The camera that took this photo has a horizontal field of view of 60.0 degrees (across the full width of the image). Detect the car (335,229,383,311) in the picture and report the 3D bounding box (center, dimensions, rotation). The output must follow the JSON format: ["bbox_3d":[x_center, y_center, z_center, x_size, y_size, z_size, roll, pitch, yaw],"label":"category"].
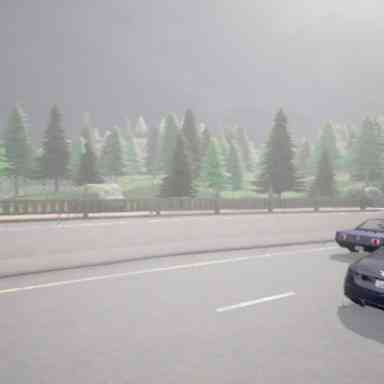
[{"bbox_3d":[5.026,1.567,6.675,4.181,1.385,1.994,0,0,-30],"label":"car"}]

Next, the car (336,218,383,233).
[{"bbox_3d":[7.542,1.601,12.078,4.718,1.301,1.895,0,0,-27],"label":"car"}]
